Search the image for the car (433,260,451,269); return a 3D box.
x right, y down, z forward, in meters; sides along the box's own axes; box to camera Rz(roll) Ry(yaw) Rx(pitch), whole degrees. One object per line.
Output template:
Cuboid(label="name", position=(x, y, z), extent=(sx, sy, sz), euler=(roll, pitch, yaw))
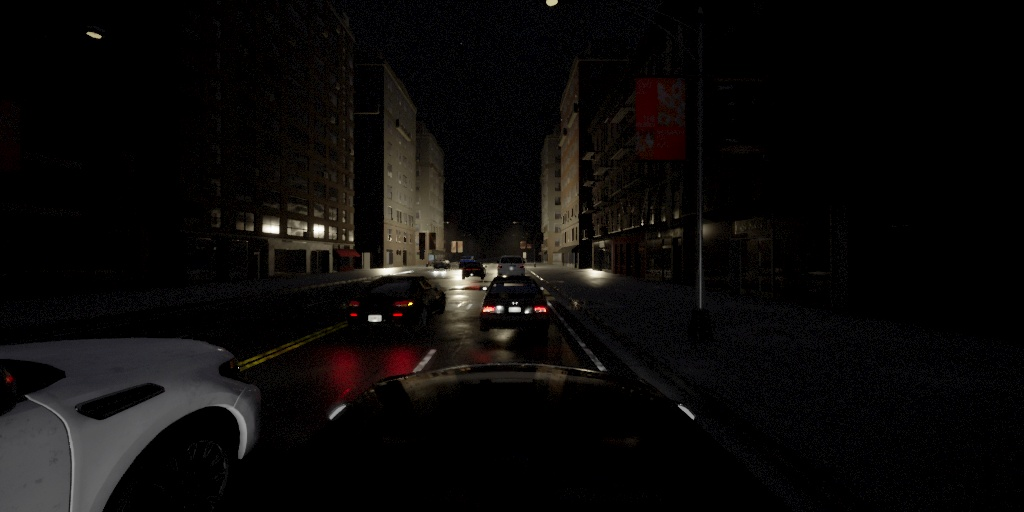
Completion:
Cuboid(label="car", position=(-10.116, 1.279, 52.013), extent=(2.128, 1.511, 4.902), euler=(0, 0, 0))

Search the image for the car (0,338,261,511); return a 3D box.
Cuboid(label="car", position=(-3.138, 0.972, 0.570), extent=(2.150, 2.045, 5.566), euler=(0, 0, 0))

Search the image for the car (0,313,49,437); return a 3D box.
Cuboid(label="car", position=(-6.602, 1.351, 2.025), extent=(1.895, 1.301, 4.718), euler=(0, 0, 0))

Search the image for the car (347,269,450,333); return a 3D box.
Cuboid(label="car", position=(-3.200, 1.277, 10.641), extent=(1.812, 1.442, 4.674), euler=(0, 0, 0))

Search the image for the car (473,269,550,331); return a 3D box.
Cuboid(label="car", position=(0.049, 1.299, 10.881), extent=(2.033, 1.411, 5.357), euler=(0, 0, 0))

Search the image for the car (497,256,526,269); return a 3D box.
Cuboid(label="car", position=(-0.061, 0.985, 29.381), extent=(2.150, 2.045, 5.566), euler=(0, 0, 0))

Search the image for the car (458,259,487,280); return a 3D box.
Cuboid(label="car", position=(-3.323, 1.270, 31.761), extent=(1.837, 1.490, 4.892), euler=(0, 0, -1))

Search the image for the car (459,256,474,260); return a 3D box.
Cuboid(label="car", position=(-6.862, 1.014, 55.227), extent=(2.150, 2.045, 5.566), euler=(0, 0, 0))
